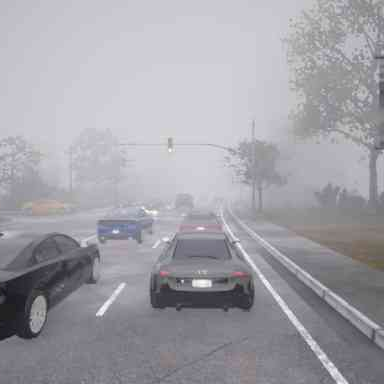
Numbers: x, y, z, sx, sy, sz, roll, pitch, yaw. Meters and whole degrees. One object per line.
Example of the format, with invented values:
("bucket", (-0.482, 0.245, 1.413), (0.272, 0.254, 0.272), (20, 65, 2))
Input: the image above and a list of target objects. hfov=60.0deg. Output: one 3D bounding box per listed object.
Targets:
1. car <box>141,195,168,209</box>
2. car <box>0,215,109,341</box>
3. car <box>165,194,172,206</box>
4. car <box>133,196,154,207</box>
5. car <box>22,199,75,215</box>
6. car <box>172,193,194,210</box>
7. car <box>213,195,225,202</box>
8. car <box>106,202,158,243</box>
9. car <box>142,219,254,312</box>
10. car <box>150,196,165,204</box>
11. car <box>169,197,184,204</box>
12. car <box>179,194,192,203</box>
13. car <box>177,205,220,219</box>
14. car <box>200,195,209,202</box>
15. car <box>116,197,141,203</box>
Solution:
("car", (-4.966, 1.491, 44.517), (2.128, 1.511, 4.902), (0, 0, 5))
("car", (-3.304, 1.478, 6.615), (1.882, 1.535, 5.008), (0, 0, 1))
("car", (-4.034, 1.505, 53.771), (1.837, 1.490, 4.892), (0, 0, 7))
("car", (-7.675, 1.491, 52.619), (2.128, 1.511, 4.902), (0, 0, 6))
("car", (-14.146, 1.478, 32.967), (5.008, 1.535, 1.882), (0, 0, 1))
("car", (-0.971, 1.221, 43.697), (2.150, 2.045, 5.566), (0, 0, 2))
("car", (5.802, 1.472, 74.258), (1.882, 1.535, 5.008), (0, 0, 9))
("car", (-3.065, 1.478, 16.183), (1.882, 1.535, 5.008), (0, 0, 2))
("car", (0.216, 1.564, 7.816), (1.994, 1.385, 4.181), (0, 0, 1))
("car", (-6.486, 1.564, 62.559), (1.994, 1.385, 4.181), (0, 0, 7))
("car", (-2.914, 1.601, 62.896), (1.895, 1.301, 4.718), (0, 0, 8))
("car", (-1.465, 1.355, 73.058), (2.097, 1.767, 4.553), (0, 0, 8))
("car", (0.448, 1.564, 16.448), (1.994, 1.385, 4.181), (0, 0, 2))
("car", (2.937, 1.525, 78.574), (2.128, 1.511, 4.902), (0, 0, 9))
("car", (-8.578, 1.491, 43.436), (2.128, 1.511, 4.902), (0, 0, 5))
